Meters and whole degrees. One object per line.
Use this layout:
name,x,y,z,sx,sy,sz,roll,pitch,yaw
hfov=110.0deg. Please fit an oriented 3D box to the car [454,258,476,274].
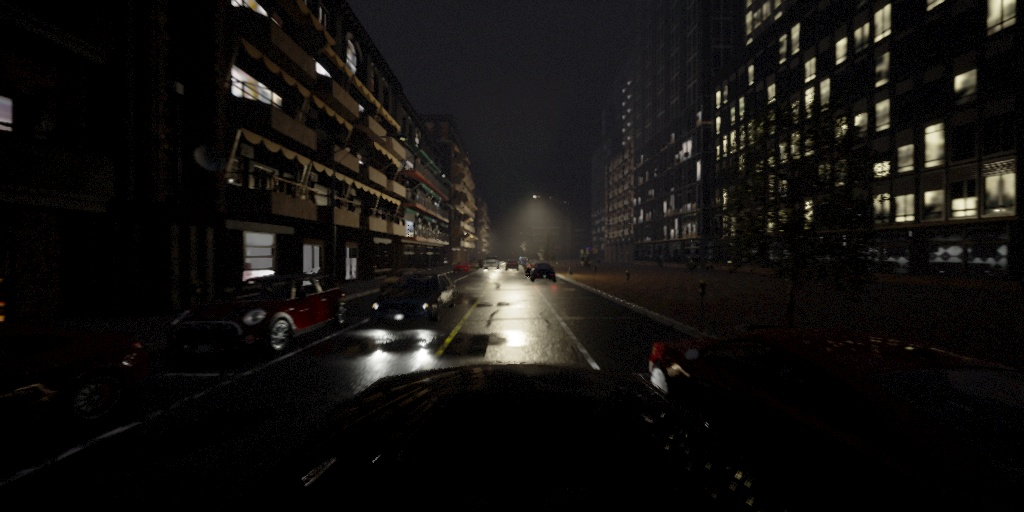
car,-5.687,1.297,41.769,1.888,1.381,4.507,0,0,0

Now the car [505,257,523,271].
car,0.024,1.250,49.690,2.128,1.511,4.902,0,0,0

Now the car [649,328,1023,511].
car,2.689,1.295,3.082,1.888,1.381,4.507,0,0,0

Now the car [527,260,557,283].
car,2.355,1.272,28.186,1.812,1.442,4.674,0,0,0

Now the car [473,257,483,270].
car,-5.685,1.285,52.653,1.751,1.417,4.829,0,0,0

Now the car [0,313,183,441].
car,-5.692,1.331,3.084,1.802,1.307,4.207,0,0,0

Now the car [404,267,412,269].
car,-5.689,1.270,19.493,1.751,1.417,4.829,0,0,0

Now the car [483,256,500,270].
car,-3.052,0.981,54.575,2.150,2.045,5.566,0,0,1

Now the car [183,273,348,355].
car,-5.691,1.187,8.610,1.967,1.591,4.097,0,0,0

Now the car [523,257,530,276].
car,2.694,1.192,41.767,1.967,1.591,4.097,0,0,0

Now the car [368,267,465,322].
car,-3.100,1.293,12.491,2.033,1.411,5.357,0,0,0
